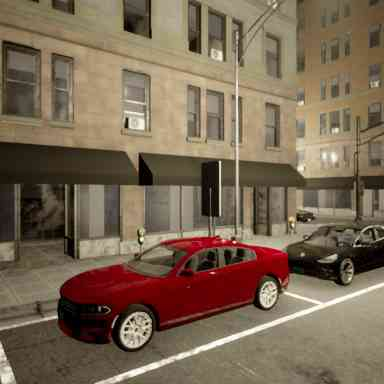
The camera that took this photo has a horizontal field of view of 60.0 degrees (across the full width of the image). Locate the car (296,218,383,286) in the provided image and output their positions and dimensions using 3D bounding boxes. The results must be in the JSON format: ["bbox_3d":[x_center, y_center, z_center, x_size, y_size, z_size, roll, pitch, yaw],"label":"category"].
[{"bbox_3d":[4.343,1.565,9.431,4.313,1.339,1.947,0,0,-36],"label":"car"}]

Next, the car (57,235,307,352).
[{"bbox_3d":[-0.092,1.544,6.161,4.507,1.381,1.887,0,0,-36],"label":"car"}]

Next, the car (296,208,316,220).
[{"bbox_3d":[6.937,1.613,25.970,2.033,1.411,5.357,0,0,-33],"label":"car"}]
